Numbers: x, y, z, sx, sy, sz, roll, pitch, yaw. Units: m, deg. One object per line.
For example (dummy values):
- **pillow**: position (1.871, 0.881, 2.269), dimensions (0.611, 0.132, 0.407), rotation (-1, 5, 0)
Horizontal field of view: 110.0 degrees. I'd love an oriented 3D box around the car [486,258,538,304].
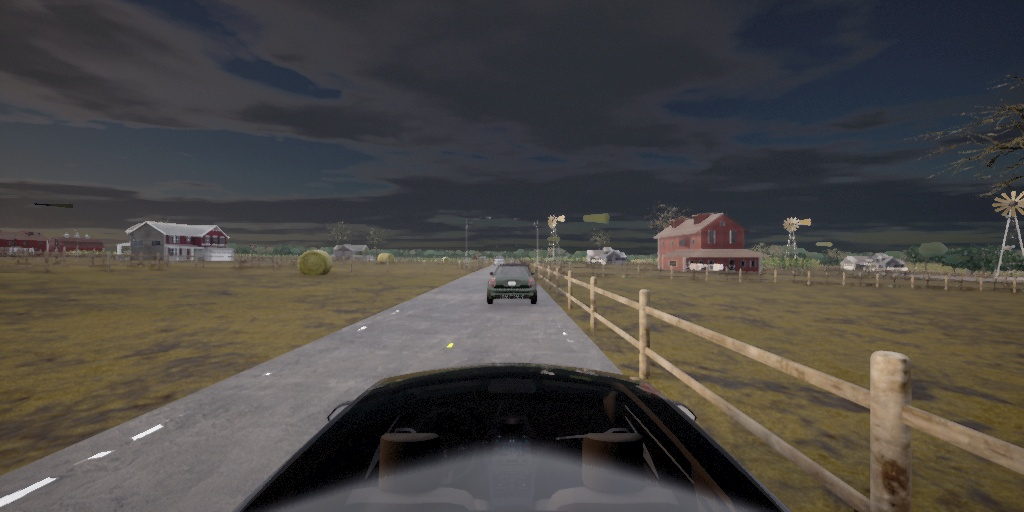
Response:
- **car**: position (0.000, 1.118, 16.470), dimensions (2.097, 1.767, 4.553), rotation (0, 0, 0)
